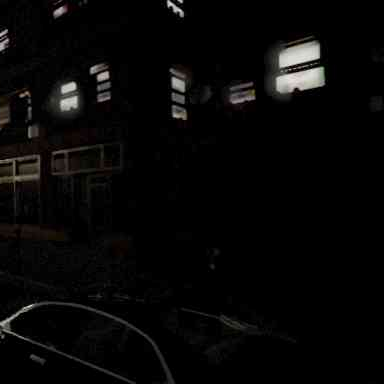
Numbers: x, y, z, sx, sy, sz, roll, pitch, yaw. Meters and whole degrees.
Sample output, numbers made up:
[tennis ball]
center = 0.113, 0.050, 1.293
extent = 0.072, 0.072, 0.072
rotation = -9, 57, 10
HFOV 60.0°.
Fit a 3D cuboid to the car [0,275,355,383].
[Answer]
[car]
center = -0.757, 1.541, 3.288
extent = 4.403, 1.369, 2.008
rotation = 0, -1, 35
